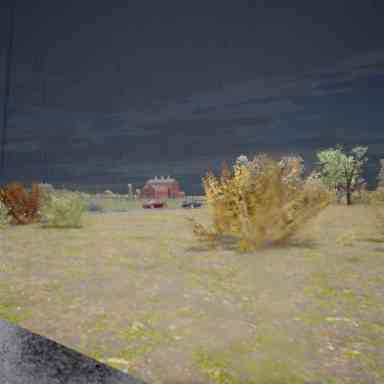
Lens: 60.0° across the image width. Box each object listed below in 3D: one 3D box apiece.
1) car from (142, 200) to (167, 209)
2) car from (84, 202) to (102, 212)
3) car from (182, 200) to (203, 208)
[{"bbox_3d":[-6.423,2.131,56.885,1.882,1.535,5.008,-1,-1,36],"label":"car"},{"bbox_3d":[-14.449,2.066,45.743,1.994,1.385,4.181,-1,-1,36],"label":"car"},{"bbox_3d":[0.121,2.152,59.802,1.837,1.490,4.892,-1,-1,36],"label":"car"}]
